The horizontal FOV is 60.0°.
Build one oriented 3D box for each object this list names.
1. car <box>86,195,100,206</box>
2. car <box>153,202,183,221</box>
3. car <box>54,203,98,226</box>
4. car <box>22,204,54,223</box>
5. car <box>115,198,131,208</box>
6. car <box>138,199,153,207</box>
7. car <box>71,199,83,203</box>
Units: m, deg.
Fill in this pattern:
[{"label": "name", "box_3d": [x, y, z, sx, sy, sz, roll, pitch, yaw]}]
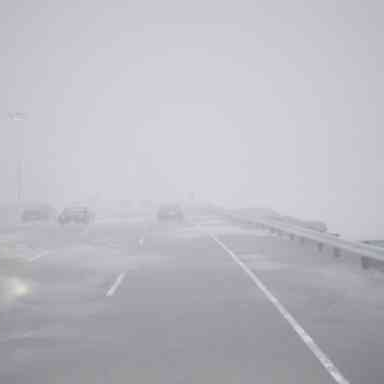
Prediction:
[{"label": "car", "box_3d": [-18.719, 1.522, 63.143, 2.150, 2.045, 5.566, 0, 0, -22]}, {"label": "car", "box_3d": [-1.924, 1.606, 27.621, 1.994, 1.385, 4.181, -1, 0, -10]}, {"label": "car", "box_3d": [-8.385, 1.733, 24.512, 1.895, 1.301, 4.718, -1, 0, -9]}, {"label": "car", "box_3d": [-12.463, 1.718, 27.382, 1.812, 1.442, 4.674, 0, 0, -10]}, {"label": "car", "box_3d": [-11.128, 1.734, 53.649, 2.033, 1.411, 5.357, -1, 0, -21]}, {"label": "car", "box_3d": [-7.472, 1.735, 53.506, 1.895, 1.301, 4.718, -1, 0, -19]}, {"label": "car", "box_3d": [-20.988, 1.932, 60.491, 1.895, 1.301, 4.718, -1, 0, -22]}]
